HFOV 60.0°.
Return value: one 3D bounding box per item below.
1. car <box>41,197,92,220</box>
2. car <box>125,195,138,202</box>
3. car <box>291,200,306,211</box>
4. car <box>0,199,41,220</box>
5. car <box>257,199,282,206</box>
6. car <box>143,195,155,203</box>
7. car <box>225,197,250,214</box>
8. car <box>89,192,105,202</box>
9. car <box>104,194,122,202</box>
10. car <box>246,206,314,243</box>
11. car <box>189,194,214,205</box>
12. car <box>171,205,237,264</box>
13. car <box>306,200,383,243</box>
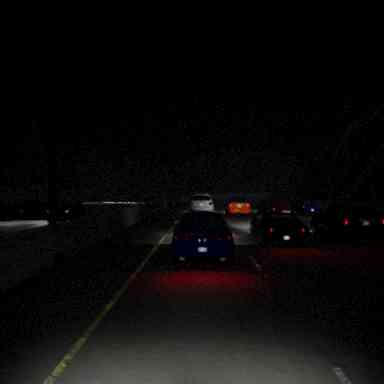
[{"bbox_3d":[-9.931,1.427,26.761,1.812,1.442,4.674,0,0,2],"label":"car"},{"bbox_3d":[-12.192,1.361,67.256,1.994,1.385,4.181,0,0,3],"label":"car"},{"bbox_3d":[11.444,1.525,33.758,1.812,1.442,4.674,0,0,1],"label":"car"},{"bbox_3d":[-13.430,1.361,26.837,1.882,1.535,5.008,0,0,2],"label":"car"},{"bbox_3d":[7.972,1.458,34.386,1.882,1.535,5.008,0,0,2],"label":"car"},{"bbox_3d":[-8.674,1.294,67.403,1.882,1.535,5.008,0,0,3],"label":"car"},{"bbox_3d":[4.424,1.317,32.645,2.097,1.767,4.553,0,0,2],"label":"car"},{"bbox_3d":[-19.171,0.993,67.761,2.150,2.045,5.566,0,0,3],"label":"car"},{"bbox_3d":[-15.682,1.341,67.517,1.994,1.385,4.181,0,0,3],"label":"car"},{"bbox_3d":[3.987,1.593,15.986,1.895,1.301,4.718,0,0,2],"label":"car"},{"bbox_3d":[0.907,1.170,31.969,2.150,2.045,5.566,0,0,2],"label":"car"},{"bbox_3d":[0.369,1.459,11.781,1.882,1.535,5.008,0,0,2],"label":"car"},{"bbox_3d":[7.498,1.361,16.331,2.097,1.767,4.553,0,0,2],"label":"car"}]
